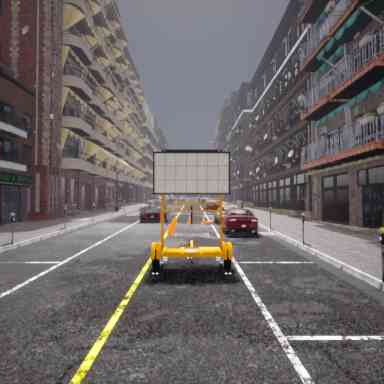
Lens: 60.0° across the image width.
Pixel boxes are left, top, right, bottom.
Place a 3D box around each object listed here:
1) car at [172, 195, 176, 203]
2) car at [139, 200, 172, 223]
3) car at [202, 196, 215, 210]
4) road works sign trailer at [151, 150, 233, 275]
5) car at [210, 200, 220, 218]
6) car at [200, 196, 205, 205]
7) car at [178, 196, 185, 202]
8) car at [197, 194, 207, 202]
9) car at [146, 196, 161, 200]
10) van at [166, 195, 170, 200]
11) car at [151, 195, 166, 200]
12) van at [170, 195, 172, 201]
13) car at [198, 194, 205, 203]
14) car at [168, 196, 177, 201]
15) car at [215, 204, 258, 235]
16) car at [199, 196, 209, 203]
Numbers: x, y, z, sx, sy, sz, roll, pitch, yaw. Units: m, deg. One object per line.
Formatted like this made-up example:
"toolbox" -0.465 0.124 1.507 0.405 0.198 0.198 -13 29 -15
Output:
"car" -5.294 1.501 74.187 2.192 1.841 5.009 1 0 0
"car" -2.852 1.596 25.847 1.994 1.385 4.181 0 0 0
"car" 2.582 1.614 40.940 1.887 1.381 4.507 1 0 0
"road works sign trailer" -0.010 0.473 10.490 2.380 3.560 2.880 0 0 0
"car" 2.584 1.555 24.520 1.752 1.417 4.829 1 0 0
"car" 2.582 1.635 46.472 2.008 1.369 4.403 1 0 0
"car" -2.754 1.716 82.495 2.128 1.511 4.902 0 0 0
"car" 2.551 1.551 85.188 2.192 1.841 5.009 1 0 0
"car" -5.297 1.594 40.833 1.752 1.417 4.829 2 0 0
"van" -5.293 1.460 57.594 1.690 1.788 3.998 2 0 0
"car" -5.292 1.399 46.535 2.192 1.841 5.009 2 0 0
"van" -5.294 1.481 63.126 1.690 1.788 3.998 1 0 0
"car" 2.582 1.684 63.064 1.887 1.381 4.507 1 0 0
"car" -5.301 1.830 90.778 1.947 1.339 4.313 1 0 0
"car" 2.584 1.565 18.818 1.887 1.381 4.507 1 0 0
"car" 2.591 1.626 74.126 1.967 1.590 4.097 1 0 0
